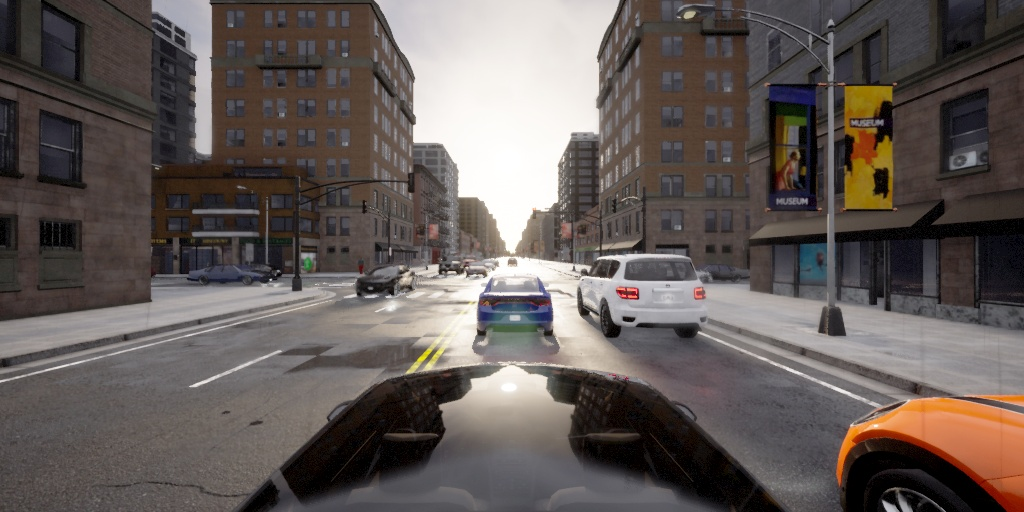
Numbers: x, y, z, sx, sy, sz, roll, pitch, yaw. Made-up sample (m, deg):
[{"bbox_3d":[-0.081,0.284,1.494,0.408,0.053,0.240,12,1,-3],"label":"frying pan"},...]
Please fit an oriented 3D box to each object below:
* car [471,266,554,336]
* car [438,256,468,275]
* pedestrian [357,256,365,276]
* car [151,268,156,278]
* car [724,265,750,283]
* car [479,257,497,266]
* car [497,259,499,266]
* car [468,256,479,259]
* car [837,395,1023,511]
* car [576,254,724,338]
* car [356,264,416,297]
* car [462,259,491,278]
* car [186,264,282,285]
[{"bbox_3d":[0.083,1.228,10.467,1.882,1.535,5.008,0,0,0],"label":"car"},{"bbox_3d":[-6.590,0.970,39.365,2.150,2.045,5.566,0,0,0],"label":"car"},{"bbox_3d":[-14.134,0.919,33.590,0.375,1.860,0.375,0,0,0],"label":"pedestrian"},{"bbox_3d":[-33.140,1.343,30.815,4.207,1.307,1.802,0,0,0],"label":"car"},{"bbox_3d":[15.848,1.338,28.364,5.357,1.411,2.033,0,0,0],"label":"car"},{"bbox_3d":[-3.335,1.273,48.490,1.812,1.442,4.674,0,0,0],"label":"car"},{"bbox_3d":[-3.294,1.234,64.467,2.128,1.511,4.902,0,0,0],"label":"car"},{"bbox_3d":[-6.581,0.964,55.372,2.150,2.045,5.566,0,0,0],"label":"car"},{"bbox_3d":[3.344,1.102,0.618,2.097,1.767,4.553,0,0,0],"label":"car"},{"bbox_3d":[3.334,0.972,10.328,2.150,2.045,5.566,0,0,0],"label":"car"},{"bbox_3d":[-6.597,1.220,19.205,1.882,1.535,5.008,0,0,0],"label":"car"},{"bbox_3d":[-3.348,1.279,34.756,1.812,1.442,4.674,0,0,0],"label":"car"},{"bbox_3d":[-19.642,1.290,25.257,5.357,1.411,2.033,0,0,0],"label":"car"}]
